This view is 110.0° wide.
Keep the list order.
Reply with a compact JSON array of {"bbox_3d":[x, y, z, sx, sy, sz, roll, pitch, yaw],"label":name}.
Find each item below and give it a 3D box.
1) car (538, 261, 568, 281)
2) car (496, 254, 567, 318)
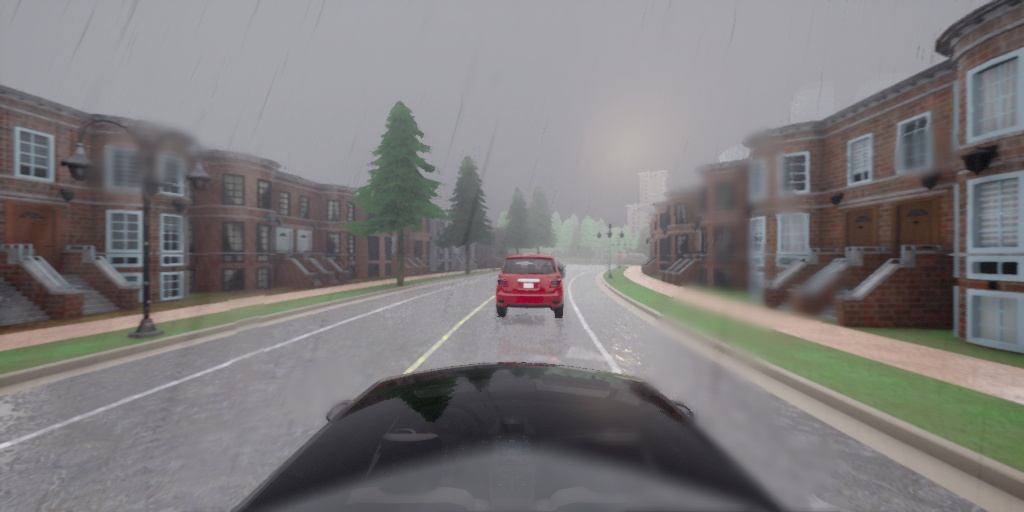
[{"bbox_3d":[3.661,1.237,31.390,2.128,1.511,4.902,0,0,13],"label":"car"},{"bbox_3d":[0.729,0.967,13.235,2.150,2.045,5.566,0,0,5],"label":"car"}]
